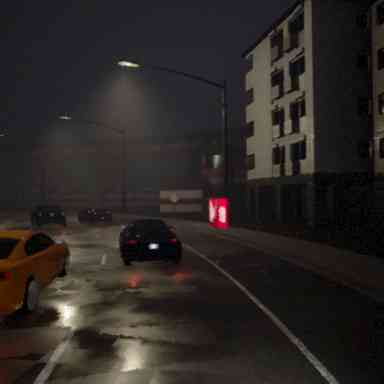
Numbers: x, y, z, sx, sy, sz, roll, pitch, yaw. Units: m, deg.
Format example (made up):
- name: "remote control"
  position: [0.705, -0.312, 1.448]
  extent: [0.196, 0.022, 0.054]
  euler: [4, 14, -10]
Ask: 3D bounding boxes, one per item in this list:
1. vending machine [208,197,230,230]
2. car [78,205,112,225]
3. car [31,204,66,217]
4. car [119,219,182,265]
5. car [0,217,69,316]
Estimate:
- name: "vending machine"
  position: [1.740, 1.371, 21.615]
  extent: [1.100, 2.100, 0.880]
  euler: [-1, -1, -22]
- name: "car"
  position: [-8.201, 1.868, 27.883]
  extent: [2.128, 1.511, 4.902]
  euler: [0, -1, -32]
- name: "car"
  position: [-11.603, 1.767, 26.703]
  extent: [2.097, 1.767, 4.553]
  euler: [-1, -1, -32]
- name: "car"
  position: [-1.660, 1.704, 12.416]
  extent: [1.994, 1.385, 4.181]
  euler: [-1, -1, -13]
- name: "car"
  position: [-4.235, 1.611, 7.737]
  extent: [1.882, 1.535, 5.008]
  euler: [-1, 0, -8]
